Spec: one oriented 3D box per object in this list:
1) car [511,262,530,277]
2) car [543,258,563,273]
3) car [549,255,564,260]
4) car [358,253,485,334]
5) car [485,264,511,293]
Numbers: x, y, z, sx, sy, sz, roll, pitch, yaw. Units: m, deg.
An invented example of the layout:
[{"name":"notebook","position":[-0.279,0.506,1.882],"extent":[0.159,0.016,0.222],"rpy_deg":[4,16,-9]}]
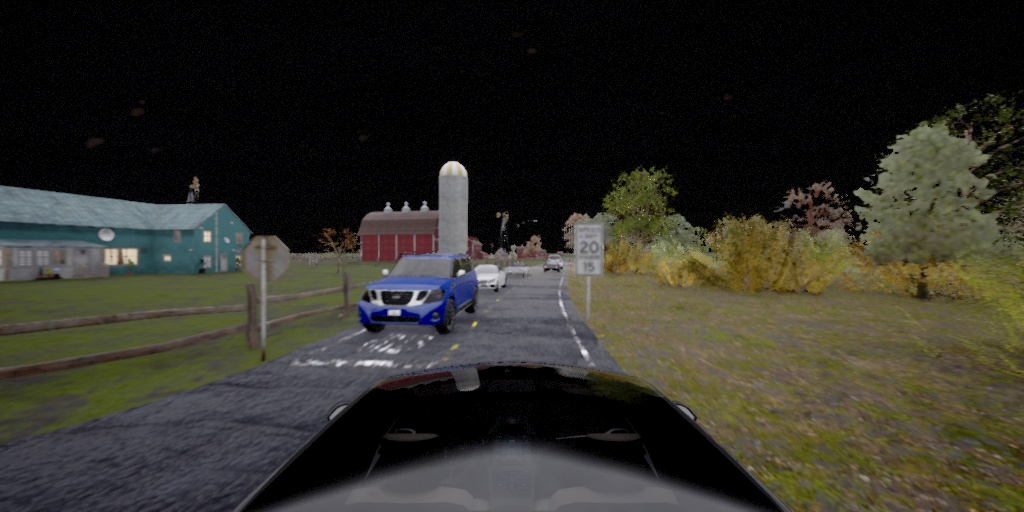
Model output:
[{"name":"car","position":[0.524,1.266,33.928],"extent":[1.895,1.301,4.718],"rpy_deg":[0,0,9]},{"name":"car","position":[4.748,1.269,42.481],"extent":[1.895,1.301,4.718],"rpy_deg":[0,0,9]},{"name":"car","position":[6.316,0.884,52.375],"extent":[2.150,2.045,5.566],"rpy_deg":[0,0,9]},{"name":"car","position":[-2.436,0.937,10.926],"extent":[2.150,2.045,5.566],"rpy_deg":[0,0,5]},{"name":"car","position":[-1.431,1.218,20.805],"extent":[1.812,1.442,4.674],"rpy_deg":[0,0,7]}]
